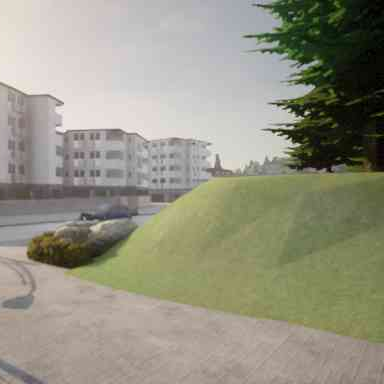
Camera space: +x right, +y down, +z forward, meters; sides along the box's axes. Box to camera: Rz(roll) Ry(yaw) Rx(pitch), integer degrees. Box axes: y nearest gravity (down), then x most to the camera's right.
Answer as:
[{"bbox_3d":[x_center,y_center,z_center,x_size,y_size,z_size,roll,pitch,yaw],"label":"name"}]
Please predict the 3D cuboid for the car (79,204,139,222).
[{"bbox_3d":[-6.904,1.707,28.374,2.033,1.411,5.357,-1,0,36],"label":"car"}]
